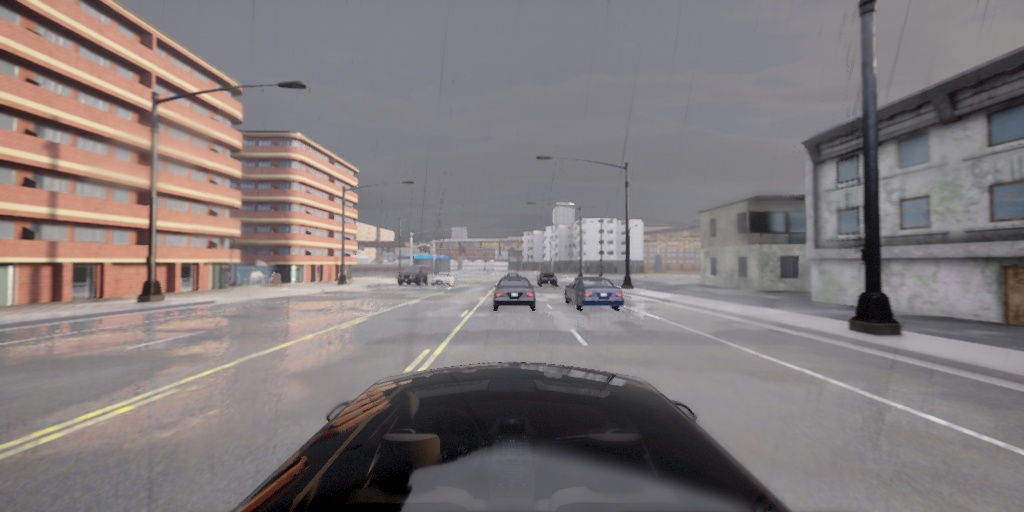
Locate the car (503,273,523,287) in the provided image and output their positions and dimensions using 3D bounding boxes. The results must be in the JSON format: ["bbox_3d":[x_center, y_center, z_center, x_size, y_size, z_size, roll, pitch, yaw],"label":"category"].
[{"bbox_3d":[0.099,2.463,37.627,1.994,1.385,4.181,0,-2,0],"label":"car"}]

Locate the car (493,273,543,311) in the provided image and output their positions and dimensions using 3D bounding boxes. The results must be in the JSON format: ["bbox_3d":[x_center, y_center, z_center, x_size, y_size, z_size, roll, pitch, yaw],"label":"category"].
[{"bbox_3d":[0.101,1.661,16.621,2.033,1.411,5.357,0,-2,0],"label":"car"}]

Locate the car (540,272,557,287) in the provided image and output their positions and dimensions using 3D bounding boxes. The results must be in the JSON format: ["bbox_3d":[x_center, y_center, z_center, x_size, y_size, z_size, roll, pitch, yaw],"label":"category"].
[{"bbox_3d":[3.600,2.392,37.336,1.837,1.490,4.892,0,-2,0],"label":"car"}]

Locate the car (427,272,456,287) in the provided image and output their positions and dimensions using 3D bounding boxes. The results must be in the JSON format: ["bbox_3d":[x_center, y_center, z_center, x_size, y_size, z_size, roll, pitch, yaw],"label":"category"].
[{"bbox_3d":[-7.090,2.410,37.216,1.812,1.442,4.674,0,-2,0],"label":"car"}]

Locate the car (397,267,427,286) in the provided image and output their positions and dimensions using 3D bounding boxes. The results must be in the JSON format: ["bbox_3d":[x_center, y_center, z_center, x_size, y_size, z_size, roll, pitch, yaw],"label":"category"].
[{"bbox_3d":[-10.596,2.164,38.735,2.150,2.045,5.566,0,-2,0],"label":"car"}]

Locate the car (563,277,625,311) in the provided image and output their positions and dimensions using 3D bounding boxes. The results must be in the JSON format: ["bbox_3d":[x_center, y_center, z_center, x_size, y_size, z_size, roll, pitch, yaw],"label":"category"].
[{"bbox_3d":[3.600,1.660,16.578,2.033,1.411,5.357,0,-2,0],"label":"car"}]
